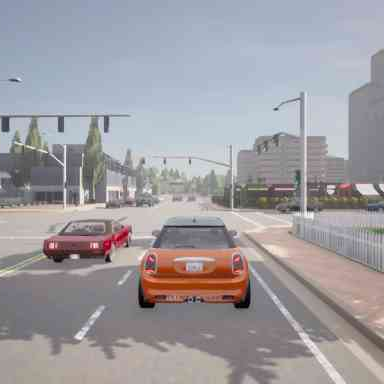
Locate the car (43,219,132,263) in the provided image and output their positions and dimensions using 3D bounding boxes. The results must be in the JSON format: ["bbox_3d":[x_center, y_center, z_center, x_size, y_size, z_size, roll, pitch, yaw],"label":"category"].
[{"bbox_3d":[-3.424,1.601,11.949,1.895,1.301,4.718,0,0,0],"label":"car"}]

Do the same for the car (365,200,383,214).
[{"bbox_3d":[20.893,1.478,34.962,5.008,1.535,1.882,0,0,-2],"label":"car"}]

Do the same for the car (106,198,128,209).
[{"bbox_3d":[-10.628,1.564,46.287,1.994,1.385,4.181,0,0,0],"label":"car"}]

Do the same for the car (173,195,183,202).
[{"bbox_3d":[-3.551,1.513,77.708,1.812,1.442,4.674,0,0,0],"label":"car"}]

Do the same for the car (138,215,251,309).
[{"bbox_3d":[0.059,1.352,8.056,2.097,1.767,4.553,0,0,0],"label":"car"}]

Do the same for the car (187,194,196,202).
[{"bbox_3d":[-0.051,1.531,77.391,2.033,1.411,5.357,0,0,0],"label":"car"}]

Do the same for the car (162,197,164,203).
[{"bbox_3d":[-7.046,1.524,70.845,1.812,1.442,4.674,0,0,0],"label":"car"}]

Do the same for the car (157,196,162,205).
[{"bbox_3d":[-7.111,1.564,60.520,1.994,1.385,4.181,0,0,0],"label":"car"}]

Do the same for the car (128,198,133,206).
[{"bbox_3d":[-10.622,1.601,55.049,1.895,1.301,4.718,0,0,0],"label":"car"}]

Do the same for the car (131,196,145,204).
[{"bbox_3d":[-10.580,1.563,65.536,1.994,1.385,4.181,0,0,0],"label":"car"}]

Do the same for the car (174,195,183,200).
[{"bbox_3d":[-3.557,1.425,87.663,1.994,1.385,4.181,0,0,0],"label":"car"}]

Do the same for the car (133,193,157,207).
[{"bbox_3d":[-7.129,1.221,51.114,2.150,2.045,5.566,0,0,1],"label":"car"}]

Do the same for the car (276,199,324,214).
[{"bbox_3d":[11.249,1.491,34.718,4.902,1.511,2.128,0,0,-2],"label":"car"}]

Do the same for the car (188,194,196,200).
[{"bbox_3d":[-0.057,1.398,87.667,2.128,1.511,4.902,0,0,0],"label":"car"}]
